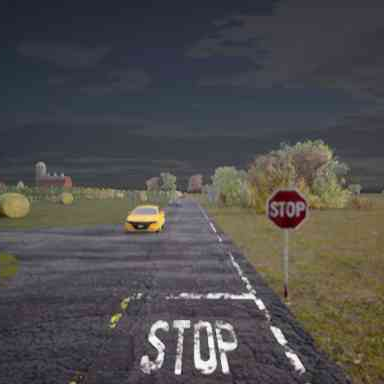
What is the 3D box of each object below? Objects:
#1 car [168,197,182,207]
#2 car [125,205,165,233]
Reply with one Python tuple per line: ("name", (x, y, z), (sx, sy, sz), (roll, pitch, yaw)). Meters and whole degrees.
("car", (-2.737, 1.575, 55.054), (2.097, 1.767, 4.553), (0, 0, 0))
("car", (-2.739, 1.570, 20.249), (1.882, 1.535, 5.008), (1, 0, 0))
